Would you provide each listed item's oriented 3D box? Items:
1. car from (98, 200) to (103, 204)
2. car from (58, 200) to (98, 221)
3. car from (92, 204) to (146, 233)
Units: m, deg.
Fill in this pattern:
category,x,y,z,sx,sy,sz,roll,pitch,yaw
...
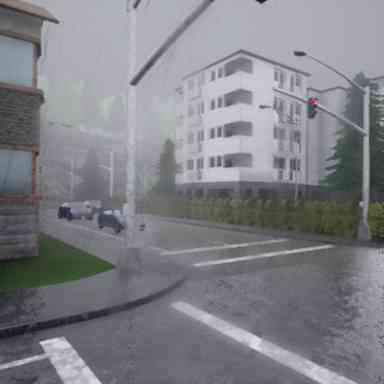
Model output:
category,x,y,z,sx,sy,sz,roll,pitch,yaw
car,-11.392,1.684,37.715,2.097,1.767,4.553,1,-1,-36
car,-10.591,1.639,30.275,2.097,1.767,4.553,1,-1,-35
car,-4.797,1.813,22.150,1.812,1.442,4.674,1,-1,-36
